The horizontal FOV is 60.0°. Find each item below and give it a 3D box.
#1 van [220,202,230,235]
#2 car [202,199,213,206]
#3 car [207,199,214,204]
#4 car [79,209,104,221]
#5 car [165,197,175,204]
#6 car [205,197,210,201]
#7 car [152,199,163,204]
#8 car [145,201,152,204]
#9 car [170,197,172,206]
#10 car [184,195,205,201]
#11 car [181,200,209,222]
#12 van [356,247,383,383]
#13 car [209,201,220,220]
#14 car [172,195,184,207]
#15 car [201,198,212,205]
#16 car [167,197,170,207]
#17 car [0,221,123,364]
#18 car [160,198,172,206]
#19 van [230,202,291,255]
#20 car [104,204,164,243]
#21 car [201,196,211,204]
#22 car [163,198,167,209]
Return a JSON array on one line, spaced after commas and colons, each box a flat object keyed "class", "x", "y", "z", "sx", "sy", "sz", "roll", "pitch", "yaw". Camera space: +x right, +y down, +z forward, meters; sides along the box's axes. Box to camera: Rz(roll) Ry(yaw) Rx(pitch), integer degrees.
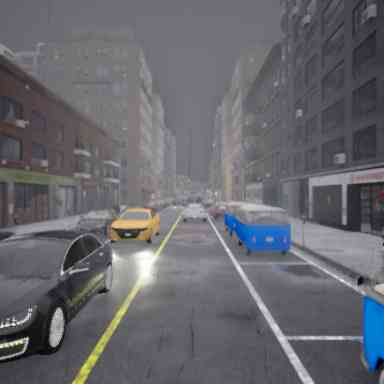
[{"class": "van", "x": 2.746, "y": 1.482, "z": 19.129, "sx": 1.690, "sy": 1.788, "sz": 3.998, "roll": 0, "pitch": 0, "yaw": 0}, {"class": "car", "x": 3.020, "y": 2.002, "z": 64.584, "sx": 1.887, "sy": 1.381, "sz": 4.507, "roll": 0, "pitch": 0, "yaw": 0}, {"class": "car", "x": 2.850, "y": 1.787, "z": 36.343, "sx": 1.752, "sy": 1.417, "sz": 4.829, "roll": 0, "pitch": 0, "yaw": 0}, {"class": "car", "x": -5.279, "y": 1.683, "z": 19.175, "sx": 2.008, "sy": 1.369, "sz": 4.403, "roll": 0, "pitch": 0, "yaw": 0}, {"class": "car", "x": -4.936, "y": 1.968, "z": 75.996, "sx": 1.967, "sy": 1.590, "sz": 4.097, "roll": 0, "pitch": 0, "yaw": 0}, {"class": "car", "x": 2.952, "y": 1.924, "z": 53.220, "sx": 1.887, "sy": 1.381, "sz": 4.507, "roll": 0, "pitch": 0, "yaw": 0}, {"class": "car", "x": -5.142, "y": 1.837, "z": 41.904, "sx": 1.887, "sy": 1.381, "sz": 4.507, "roll": 0, "pitch": 0, "yaw": 0}, {"class": "car", "x": -5.210, "y": 1.778, "z": 30.539, "sx": 1.947, "sy": 1.339, "sz": 4.313, "roll": 0, "pitch": 0, "yaw": 0}, {"class": "car", "x": -5.039, "y": 1.976, "z": 58.950, "sx": 1.947, "sy": 1.339, "sz": 4.313, "roll": 0, "pitch": 0, "yaw": 0}, {"class": "car", "x": 0.342, "y": 1.544, "z": 45.383, "sx": 2.150, "sy": 2.045, "sz": 5.566, "roll": 0, "pitch": 0, "yaw": 1}, {"class": "car", "x": 0.237, "y": 1.729, "z": 28.507, "sx": 1.812, "sy": 1.442, "sz": 4.674, "roll": 0, "pitch": 0, "yaw": 1}, {"class": "van", "x": 2.643, "y": 1.360, "z": 2.082, "sx": 1.690, "sy": 1.788, "sz": 3.998, "roll": 0, "pitch": 0, "yaw": 0}, {"class": "car", "x": 2.815, "y": 1.802, "z": 30.491, "sx": 1.802, "sy": 1.307, "sz": 4.206, "roll": 0, "pitch": 0, "yaw": 0}, {"class": "car", "x": -2.409, "y": 1.661, "z": 62.554, "sx": 2.150, "sy": 2.045, "sz": 5.566, "roll": 0, "pitch": 0, "yaw": 1}, {"class": "car", "x": 3.055, "y": 2.047, "z": 70.266, "sx": 2.008, "sy": 1.369, "sz": 4.403, "roll": 0, "pitch": 0, "yaw": 0}, {"class": "car", "x": -5.073, "y": 1.916, "z": 53.268, "sx": 1.887, "sy": 1.381, "sz": 4.507, "roll": 0, "pitch": 0, "yaw": 0}, {"class": "car", "x": -2.818, "y": 1.549, "z": 6.252, "sx": 1.837, "sy": 1.490, "sz": 4.892, "roll": 0, "pitch": -1, "yaw": 1}, {"class": "car", "x": -5.004, "y": 1.890, "z": 64.633, "sx": 1.967, "sy": 1.590, "sz": 4.097, "roll": 0, "pitch": 0, "yaw": 0}, {"class": "van", "x": 2.712, "y": 1.441, "z": 13.447, "sx": 1.690, "sy": 1.788, "sz": 3.998, "roll": 0, "pitch": 0, "yaw": 0}, {"class": "car", "x": -2.742, "y": 1.597, "z": 16.917, "sx": 1.882, "sy": 1.535, "sz": 5.008, "roll": 0, "pitch": 0, "yaw": 1}, {"class": "car", "x": 3.089, "y": 1.851, "z": 75.949, "sx": 2.192, "sy": 1.841, "sz": 5.009, "roll": 0, "pitch": 0, "yaw": 0}, {"class": "car", "x": -5.107, "y": 1.882, "z": 47.586, "sx": 2.008, "sy": 1.369, "sz": 4.403, "roll": 0, "pitch": 0, "yaw": 0}]
